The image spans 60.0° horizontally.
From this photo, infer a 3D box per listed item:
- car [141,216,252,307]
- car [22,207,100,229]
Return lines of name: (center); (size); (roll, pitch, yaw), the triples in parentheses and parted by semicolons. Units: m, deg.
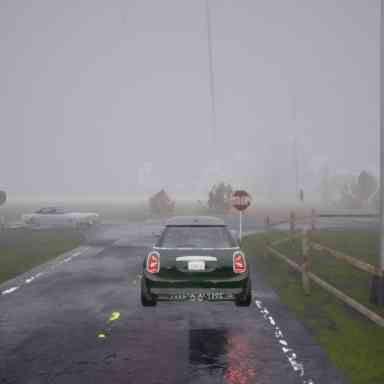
car: (0.077, 1.352, 8.150); (2.097, 1.767, 4.553); (0, 0, 0)
car: (-8.383, 1.621, 21.445); (4.718, 1.301, 1.895); (0, 0, 17)
